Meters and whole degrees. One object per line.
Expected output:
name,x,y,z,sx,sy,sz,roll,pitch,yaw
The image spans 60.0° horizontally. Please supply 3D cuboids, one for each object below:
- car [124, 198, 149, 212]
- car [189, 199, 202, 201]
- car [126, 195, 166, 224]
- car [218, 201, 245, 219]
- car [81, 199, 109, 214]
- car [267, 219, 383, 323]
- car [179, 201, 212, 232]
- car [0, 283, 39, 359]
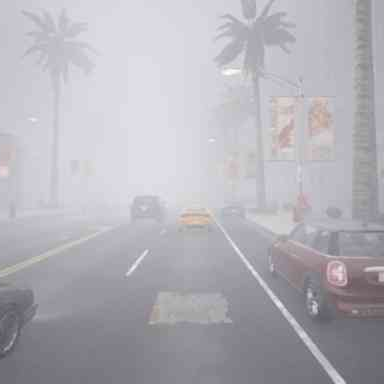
car,-6.694,1.552,40.490,2.128,1.511,4.902,0,0,1
car,0.404,1.533,37.454,1.882,1.535,5.008,0,0,1
car,-3.226,1.258,25.302,2.150,2.045,5.566,0,0,1
car,3.410,1.556,29.298,2.161,1.482,4.786,0,0,0
car,-10.286,1.545,35.450,2.128,1.511,4.902,0,0,1
car,3.099,1.365,7.369,2.185,1.767,4.553,0,0,0
car,0.221,1.508,20.547,1.882,1.535,5.008,0,-1,1
car,-3.400,1.552,2.901,2.033,1.411,5.357,0,0,0
